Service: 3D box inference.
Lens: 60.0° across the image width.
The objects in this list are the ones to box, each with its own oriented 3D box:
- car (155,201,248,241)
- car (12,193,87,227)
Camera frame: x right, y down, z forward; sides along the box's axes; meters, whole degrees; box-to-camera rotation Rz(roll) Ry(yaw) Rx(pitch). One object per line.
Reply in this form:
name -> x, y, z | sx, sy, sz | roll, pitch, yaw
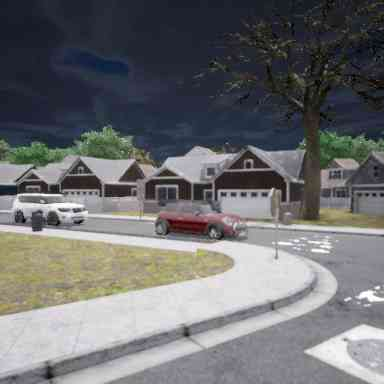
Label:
car -> 0.427, 1.296, 16.203 | 4.553, 1.767, 2.097 | 0, 0, 34
car -> -9.521, 1.119, 22.092 | 5.566, 2.045, 2.150 | 0, 0, 29
